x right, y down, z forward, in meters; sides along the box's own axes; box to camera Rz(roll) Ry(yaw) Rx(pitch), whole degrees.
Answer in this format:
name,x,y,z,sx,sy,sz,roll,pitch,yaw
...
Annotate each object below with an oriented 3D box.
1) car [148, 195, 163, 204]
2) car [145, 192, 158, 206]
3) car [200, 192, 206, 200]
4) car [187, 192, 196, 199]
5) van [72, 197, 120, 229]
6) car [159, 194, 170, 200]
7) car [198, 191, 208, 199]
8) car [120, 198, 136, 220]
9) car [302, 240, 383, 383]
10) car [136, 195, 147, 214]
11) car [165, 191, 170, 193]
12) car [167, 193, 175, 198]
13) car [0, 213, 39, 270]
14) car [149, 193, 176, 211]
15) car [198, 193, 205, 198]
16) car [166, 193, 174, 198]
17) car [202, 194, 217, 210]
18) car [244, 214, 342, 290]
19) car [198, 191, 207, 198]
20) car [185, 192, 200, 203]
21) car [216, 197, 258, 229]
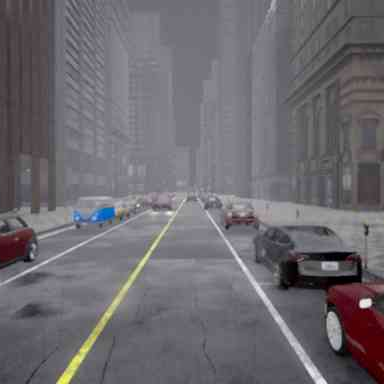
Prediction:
name,x,y,z,sx,sy,sz,roll,pitch,yaw
car,-5.794,1.144,53.802,1.947,1.339,4.313,0,0,0
car,-5.788,1.104,42.527,1.967,1.590,4.097,0,0,0
car,2.728,1.117,59.448,1.802,1.307,4.206,0,0,0
car,-0.039,0.782,72.936,1.837,1.490,4.892,0,0,0
van,-5.776,1.179,19.981,1.690,1.788,3.998,0,0,0
car,-5.803,1.034,70.712,1.802,1.307,4.206,0,0,0
car,2.715,0.687,81.990,2.192,1.841,5.009,0,0,0
car,-5.779,1.320,25.450,1.752,1.417,4.829,0,0,0
car,2.759,1.519,3.087,1.887,1.381,4.507,0,0,0
car,-5.782,1.301,31.255,2.008,1.369,4.403,0,0,0
car,-5.800,1.044,65.074,2.008,1.369,4.403,0,0,0
car,-5.815,0.862,93.257,1.947,1.339,4.313,0,0,0
car,-5.770,1.369,8.709,1.967,1.590,4.097,0,0,0
car,-3.114,1.190,36.057,1.882,1.535,5.008,0,0,0
car,2.710,0.862,93.264,1.947,1.339,4.313,0,0,0
car,-5.812,0.916,87.621,1.802,1.307,4.206,0,0,0
car,2.332,1.232,36.874,1.812,1.442,4.674,0,0,0
car,2.756,1.494,8.723,1.947,1.339,4.313,0,0,0
car,2.712,0.648,87.626,2.192,1.841,5.009,0,0,0
car,-0.026,1.066,55.914,1.837,1.490,4.892,0,0,0
car,2.749,1.278,19.994,1.967,1.590,4.097,0,0,0
